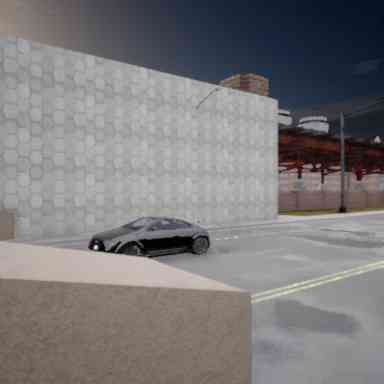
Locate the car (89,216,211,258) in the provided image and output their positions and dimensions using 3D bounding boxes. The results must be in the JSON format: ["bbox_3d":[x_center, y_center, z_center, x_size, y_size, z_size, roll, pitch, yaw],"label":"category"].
[{"bbox_3d":[-1.373,1.549,11.568,4.181,1.385,1.994,0,0,-35],"label":"car"}]
